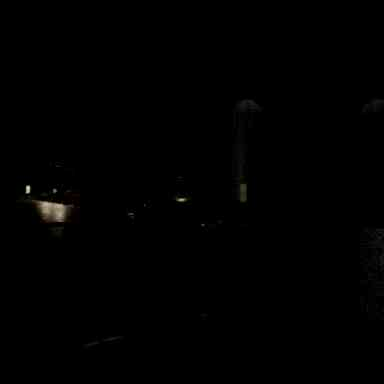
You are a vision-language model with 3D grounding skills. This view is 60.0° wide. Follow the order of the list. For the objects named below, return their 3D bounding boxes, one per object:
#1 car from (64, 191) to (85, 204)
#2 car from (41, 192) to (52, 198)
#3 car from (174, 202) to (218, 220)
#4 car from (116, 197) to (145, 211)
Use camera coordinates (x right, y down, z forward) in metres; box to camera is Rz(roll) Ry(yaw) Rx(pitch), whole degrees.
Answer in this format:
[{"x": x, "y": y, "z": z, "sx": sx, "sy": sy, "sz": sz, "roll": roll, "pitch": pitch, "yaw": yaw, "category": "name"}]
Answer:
[{"x": -19.676, "y": 0.867, "z": 55.379, "sx": 2.150, "sy": 2.045, "sz": 5.566, "roll": 0, "pitch": 0, "yaw": -36, "category": "car"}, {"x": -36.614, "y": 0.767, "z": 83.569, "sx": 1.994, "sy": 1.385, "sz": 4.181, "roll": 0, "pitch": 0, "yaw": -36, "category": "car"}, {"x": 0.288, "y": 1.553, "z": 27.524, "sx": 1.994, "sy": 1.385, "sz": 4.181, "roll": 0, "pitch": 0, "yaw": -36, "category": "car"}, {"x": -7.012, "y": 1.375, "z": 37.648, "sx": 1.837, "sy": 1.490, "sz": 4.892, "roll": 0, "pitch": 1, "yaw": -36, "category": "car"}]
